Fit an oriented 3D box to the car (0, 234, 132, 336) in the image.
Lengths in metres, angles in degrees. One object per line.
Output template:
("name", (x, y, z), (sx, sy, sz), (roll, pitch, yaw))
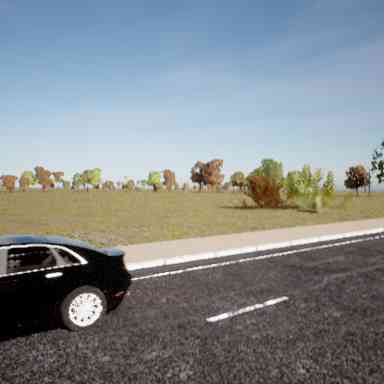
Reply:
("car", (-3.371, 1.504, 5.272), (4.892, 1.490, 1.837), (0, 0, -35))
